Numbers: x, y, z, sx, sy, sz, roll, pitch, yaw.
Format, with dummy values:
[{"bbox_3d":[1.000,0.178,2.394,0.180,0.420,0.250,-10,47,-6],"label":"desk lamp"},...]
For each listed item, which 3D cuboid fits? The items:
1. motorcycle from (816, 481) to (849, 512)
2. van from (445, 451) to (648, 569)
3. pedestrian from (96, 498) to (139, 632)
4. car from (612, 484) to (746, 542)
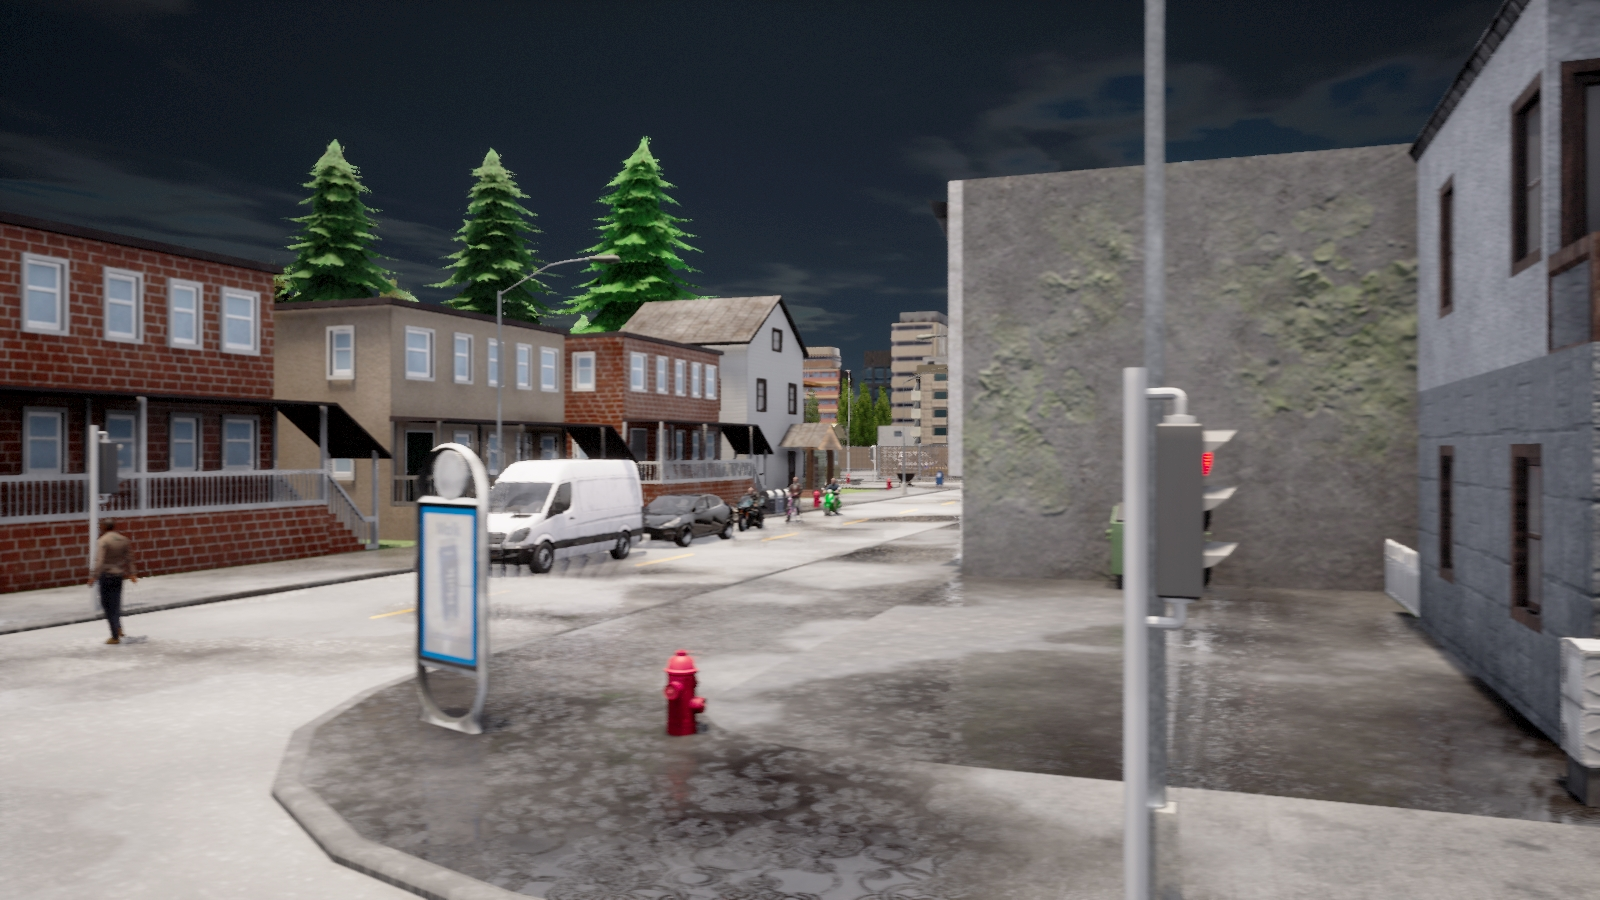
[{"bbox_3d":[1.396,1.964,48.415,0.856,1.236,1.805,0,0,20],"label":"motorcycle"},{"bbox_3d":[-6.016,1.316,28.063,1.988,2.561,5.915,0,0,20],"label":"van"},{"bbox_3d":[-9.723,1.630,16.286,0.375,1.860,0.375,0,0,23],"label":"pedestrian"},{"bbox_3d":[-3.580,1.845,34.741,2.163,1.488,4.792,0,0,20],"label":"car"}]
